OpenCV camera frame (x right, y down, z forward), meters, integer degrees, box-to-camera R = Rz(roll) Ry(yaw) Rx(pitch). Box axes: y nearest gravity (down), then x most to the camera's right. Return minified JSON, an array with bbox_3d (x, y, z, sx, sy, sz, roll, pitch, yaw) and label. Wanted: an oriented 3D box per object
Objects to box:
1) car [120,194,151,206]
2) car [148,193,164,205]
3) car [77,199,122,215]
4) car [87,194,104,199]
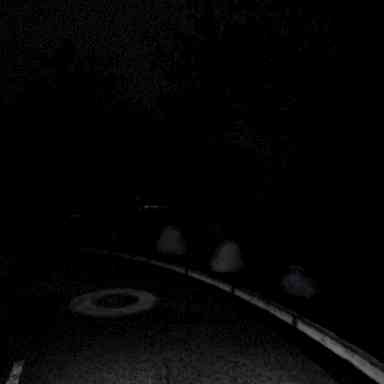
[{"bbox_3d":[-9.954,1.487,56.007,5.357,1.411,2.033,3,0,41],"label":"car"},{"bbox_3d":[-7.277,1.245,58.167,2.150,2.045,5.566,3,-1,-43],"label":"car"},{"bbox_3d":[-10.537,1.781,37.151,1.895,1.301,4.718,-1,-1,35],"label":"car"},{"bbox_3d":[-19.925,1.014,67.524,5.008,1.535,1.882,2,0,36],"label":"car"}]
